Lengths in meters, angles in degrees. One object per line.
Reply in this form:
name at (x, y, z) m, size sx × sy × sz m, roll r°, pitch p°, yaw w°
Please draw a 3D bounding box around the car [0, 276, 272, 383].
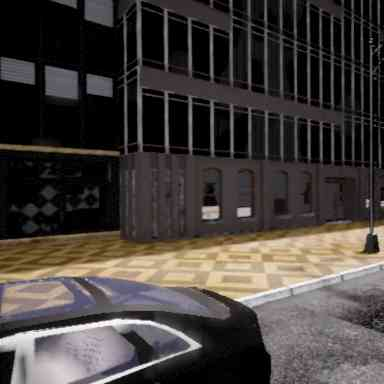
car at (-1.564, 1.492, 2.238) m, size 4.902 × 1.511 × 2.128 m, roll 0°, pitch 0°, yaw -35°
